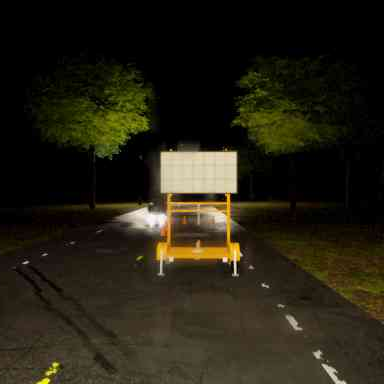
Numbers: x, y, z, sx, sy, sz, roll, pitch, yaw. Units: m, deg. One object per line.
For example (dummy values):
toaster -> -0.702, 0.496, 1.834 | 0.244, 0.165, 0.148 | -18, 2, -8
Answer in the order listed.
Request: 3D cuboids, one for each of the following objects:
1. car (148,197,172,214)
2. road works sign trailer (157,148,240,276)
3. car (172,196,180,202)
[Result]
car -> -3.638, 1.492, 36.006 | 2.128, 1.511, 4.902 | 0, 0, 0
road works sign trailer -> 0.209, 0.459, 10.337 | 2.380, 3.560, 2.880 | 0, 0, 2
car -> -3.614, 1.571, 74.251 | 1.837, 1.490, 4.892 | 0, 0, 0
